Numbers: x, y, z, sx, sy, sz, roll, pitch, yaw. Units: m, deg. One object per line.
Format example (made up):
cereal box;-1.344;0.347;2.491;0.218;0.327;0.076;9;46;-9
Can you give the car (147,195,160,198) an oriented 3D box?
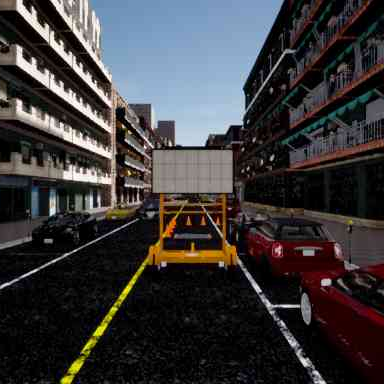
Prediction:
car;-5.594;1.431;43.496;1.967;1.590;4.097;0;0;0

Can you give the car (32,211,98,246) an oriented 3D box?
car;-5.657;1.565;15.313;1.947;1.339;4.313;0;0;0

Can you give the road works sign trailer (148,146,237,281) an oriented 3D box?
road works sign trailer;0.021;0.464;9.794;2.380;3.560;2.880;0;0;0

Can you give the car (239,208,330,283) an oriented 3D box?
car;2.712;1.440;9.655;1.967;1.590;4.097;0;0;0

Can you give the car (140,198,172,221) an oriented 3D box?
car;-3.042;1.488;26.859;2.128;1.511;4.902;0;0;0

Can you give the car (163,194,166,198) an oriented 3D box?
car;-5.580;1.303;49.133;2.192;1.841;5.009;0;0;0

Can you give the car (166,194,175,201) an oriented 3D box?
car;-5.518;1.290;77.314;2.192;1.841;5.009;0;0;0

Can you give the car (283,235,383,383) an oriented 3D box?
car;2.700;1.545;4.019;1.887;1.381;4.507;0;0;0

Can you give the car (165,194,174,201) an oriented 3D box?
car;-5.506;1.412;82.950;1.967;1.590;4.097;0;0;0

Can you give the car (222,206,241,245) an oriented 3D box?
car;2.725;1.550;15.291;2.008;1.369;4.403;0;0;0

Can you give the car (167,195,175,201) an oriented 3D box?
car;-5.494;1.513;88.587;1.887;1.381;4.507;0;0;0

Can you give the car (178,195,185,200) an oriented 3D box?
car;-2.807;1.570;88.268;1.895;1.301;4.718;0;0;0

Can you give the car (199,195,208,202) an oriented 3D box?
car;2.862;1.500;77.462;1.752;1.417;4.829;0;0;0

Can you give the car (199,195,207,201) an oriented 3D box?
car;2.886;1.513;88.564;1.887;1.381;4.507;0;0;0

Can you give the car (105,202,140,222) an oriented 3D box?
car;-5.632;1.522;26.416;1.752;1.417;4.829;0;0;0

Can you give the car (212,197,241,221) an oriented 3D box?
car;2.751;1.311;26.564;2.192;1.841;5.009;0;0;0
